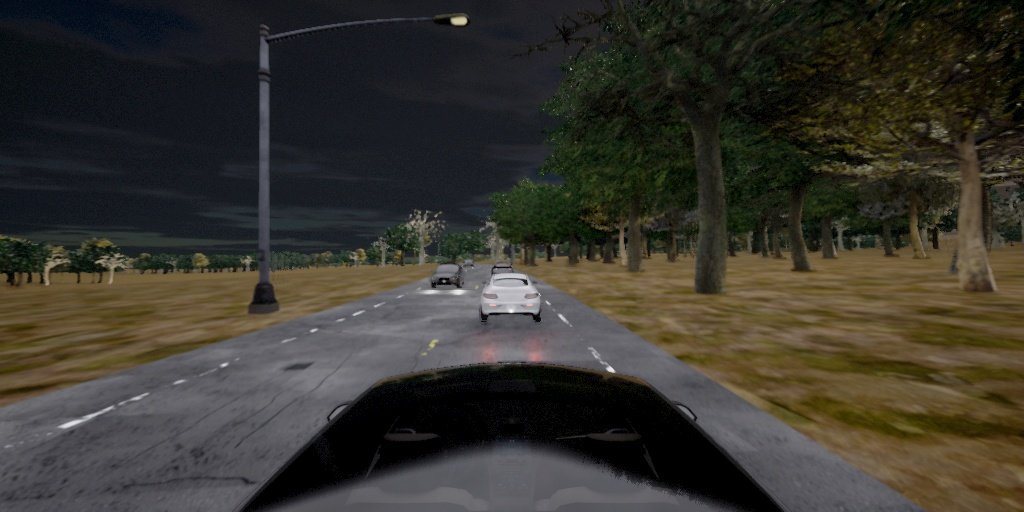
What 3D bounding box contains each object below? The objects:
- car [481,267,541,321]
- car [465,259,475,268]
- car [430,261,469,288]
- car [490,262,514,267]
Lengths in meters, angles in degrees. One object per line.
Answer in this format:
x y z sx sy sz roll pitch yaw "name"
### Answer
-0.080 1.284 12.354 1.812 1.442 4.674 0 0 -1 "car"
-7.712 1.313 64.328 1.837 1.490 4.892 0 0 -7 "car"
-4.176 1.267 23.859 1.837 1.490 4.892 0 0 -3 "car"
-0.869 1.263 31.038 2.128 1.511 4.902 0 0 -3 "car"
